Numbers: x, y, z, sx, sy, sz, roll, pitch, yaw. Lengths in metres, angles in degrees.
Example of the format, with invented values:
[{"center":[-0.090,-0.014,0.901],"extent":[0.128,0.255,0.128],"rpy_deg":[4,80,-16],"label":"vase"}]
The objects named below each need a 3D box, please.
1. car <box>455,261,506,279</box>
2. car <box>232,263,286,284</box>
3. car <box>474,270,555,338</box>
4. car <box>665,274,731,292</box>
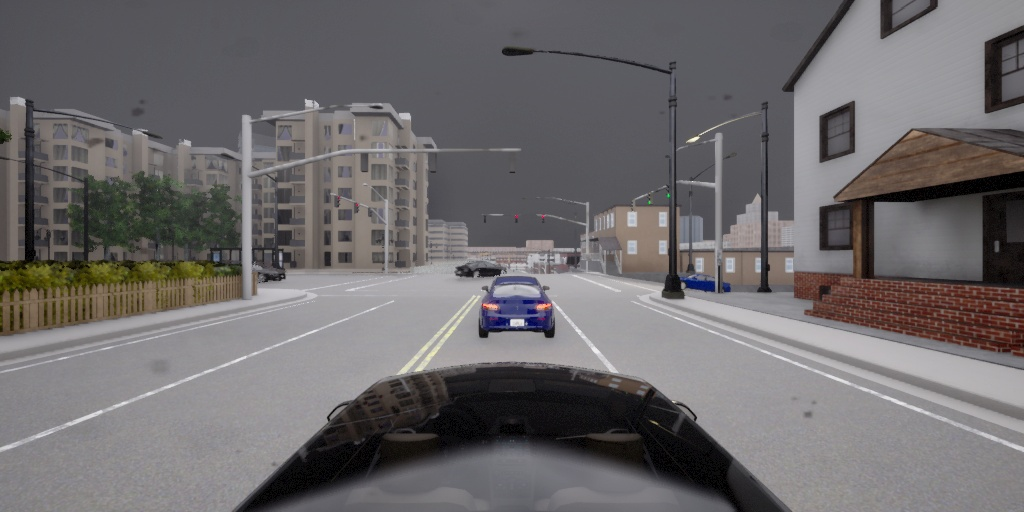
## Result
[{"center":[-2.616,1.175,31.015],"extent":[1.882,1.535,5.008],"rpy_deg":[1,1,44],"label":"car"},{"center":[-19.411,1.255,26.540],"extent":[4.892,1.490,1.837],"rpy_deg":[0,0,1],"label":"car"},{"center":[0.107,1.276,10.055],"extent":[1.812,1.442,4.674],"rpy_deg":[0,0,0],"label":"car"},{"center":[15.369,2.209,29.744],"extent":[5.008,1.535,1.882],"rpy_deg":[9,0,1],"label":"car"}]
